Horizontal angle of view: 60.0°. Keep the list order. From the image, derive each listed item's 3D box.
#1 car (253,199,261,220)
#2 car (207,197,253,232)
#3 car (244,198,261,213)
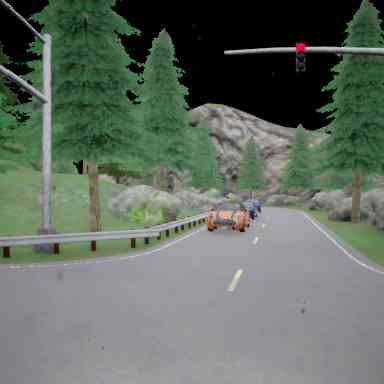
[{"bbox_3d":[4.675,1.522,29.143,1.882,1.535,5.008,0,0,15],"label":"car"},{"bbox_3d":[2.326,1.383,20.314,2.097,1.767,4.553,0,0,15],"label":"car"},{"bbox_3d":[7.061,1.536,39.035,1.882,1.535,5.008,0,0,9],"label":"car"}]
